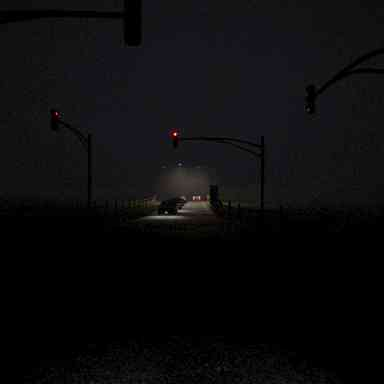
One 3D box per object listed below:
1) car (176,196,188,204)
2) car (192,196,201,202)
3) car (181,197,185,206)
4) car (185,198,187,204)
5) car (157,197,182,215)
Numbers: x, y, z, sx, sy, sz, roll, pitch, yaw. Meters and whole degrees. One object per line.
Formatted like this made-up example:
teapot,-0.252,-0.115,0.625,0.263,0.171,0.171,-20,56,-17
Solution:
car,-1.923,1.581,63.820,1.994,1.385,4.181,0,0,2
car,1.066,1.617,75.962,1.895,1.301,4.718,0,0,1
car,-2.265,1.514,43.968,1.837,1.490,4.892,0,0,1
car,-2.122,1.560,53.815,2.033,1.411,5.357,0,0,1
car,-2.414,1.554,34.190,2.033,1.411,5.357,0,0,0
